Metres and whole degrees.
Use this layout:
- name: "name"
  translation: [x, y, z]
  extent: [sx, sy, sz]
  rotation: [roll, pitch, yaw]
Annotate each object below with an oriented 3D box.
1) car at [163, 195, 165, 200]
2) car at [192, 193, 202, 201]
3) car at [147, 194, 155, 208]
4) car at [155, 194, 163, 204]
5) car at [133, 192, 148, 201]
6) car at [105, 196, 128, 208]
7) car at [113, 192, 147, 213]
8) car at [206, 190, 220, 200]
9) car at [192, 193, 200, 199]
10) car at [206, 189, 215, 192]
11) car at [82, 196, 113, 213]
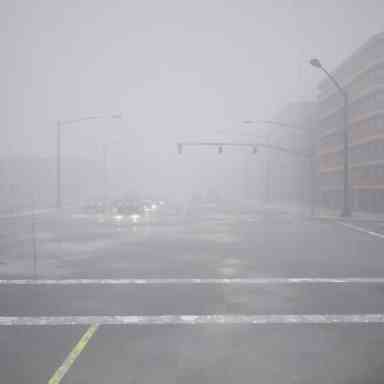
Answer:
- name: "car"
  translation: [-6.208, 1.012, 62.756]
  extent: [1.895, 1.301, 4.718]
  rotation: [0, 1, 1]
- name: "car"
  translation: [0.945, 0.898, 62.238]
  extent: [1.882, 1.535, 5.008]
  rotation: [0, 0, 0]
- name: "car"
  translation: [-6.309, 1.277, 43.346]
  extent: [1.812, 1.442, 4.674]
  rotation: [0, 1, 0]
- name: "car"
  translation: [-6.276, 1.080, 52.627]
  extent: [2.128, 1.511, 4.902]
  rotation: [0, 1, 0]
- name: "car"
  translation: [-9.702, 0.896, 63.144]
  extent: [2.128, 1.511, 4.902]
  rotation: [0, 1, 1]
- name: "car"
  translation: [-9.808, 1.314, 43.449]
  extent: [1.994, 1.385, 4.181]
  rotation: [0, 1, 0]
- name: "car"
  translation: [-6.335, 1.226, 34.463]
  extent: [2.097, 1.767, 4.553]
  rotation: [0, 1, 0]
- name: "car"
  translation: [4.457, 0.919, 65.884]
  extent: [1.994, 1.385, 4.181]
  rotation: [0, 1, 0]
- name: "car"
  translation: [0.886, 0.792, 76.127]
  extent: [1.895, 1.301, 4.718]
  rotation: [0, 1, 0]
- name: "car"
  translation: [4.387, 0.425, 75.867]
  extent: [2.150, 2.045, 5.566]
  rotation: [0, 1, 0]
- name: "car"
  translation: [-9.833, 1.225, 34.806]
  extent: [2.097, 1.767, 4.553]
  rotation: [0, 1, 0]
